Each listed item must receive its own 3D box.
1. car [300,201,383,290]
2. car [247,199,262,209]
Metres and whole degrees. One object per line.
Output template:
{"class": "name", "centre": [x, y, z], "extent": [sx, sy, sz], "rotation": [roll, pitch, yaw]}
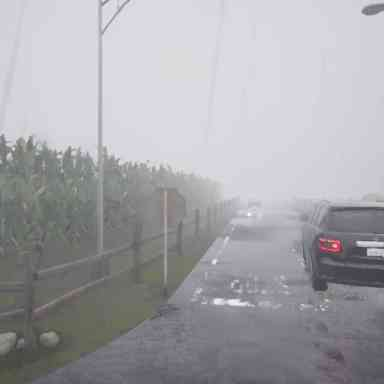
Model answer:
{"class": "car", "centre": [4.192, 1.235, 8.880], "extent": [2.150, 2.045, 5.566], "rotation": [0, 0, 15]}
{"class": "car", "centre": [8.681, 1.585, 46.241], "extent": [1.895, 1.301, 4.718], "rotation": [0, 0, 10]}
